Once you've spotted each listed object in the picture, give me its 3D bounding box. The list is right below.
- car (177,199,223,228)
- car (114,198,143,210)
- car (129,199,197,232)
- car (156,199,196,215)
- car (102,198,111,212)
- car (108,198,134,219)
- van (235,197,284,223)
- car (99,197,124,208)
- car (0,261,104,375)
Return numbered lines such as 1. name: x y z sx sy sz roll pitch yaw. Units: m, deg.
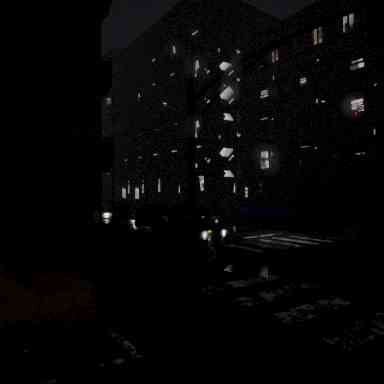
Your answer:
1. car: 0.028 1.472 21.847 2.128 1.511 4.902 -1 0 -36
2. car: -8.310 1.463 43.260 1.887 1.381 4.507 -1 0 -36
3. car: -1.840 1.440 20.014 1.967 1.590 4.097 0 0 -36
4. car: -1.774 1.449 34.223 1.752 1.417 4.829 0 0 -36
5. car: -11.350 1.439 37.597 1.882 1.535 5.008 -1 0 -36
6. car: -5.364 1.532 29.296 1.994 1.385 4.181 -1 0 -37
7. van: 4.961 1.280 24.910 1.690 1.788 3.998 0 0 -36
8. car: -11.628 1.463 47.847 1.887 1.381 4.507 -1 0 -36
9. car: -3.575 1.525 4.018 4.829 1.417 1.752 0 0 -35
